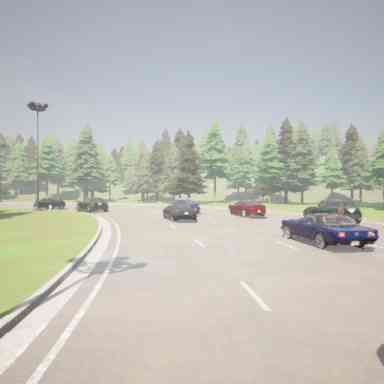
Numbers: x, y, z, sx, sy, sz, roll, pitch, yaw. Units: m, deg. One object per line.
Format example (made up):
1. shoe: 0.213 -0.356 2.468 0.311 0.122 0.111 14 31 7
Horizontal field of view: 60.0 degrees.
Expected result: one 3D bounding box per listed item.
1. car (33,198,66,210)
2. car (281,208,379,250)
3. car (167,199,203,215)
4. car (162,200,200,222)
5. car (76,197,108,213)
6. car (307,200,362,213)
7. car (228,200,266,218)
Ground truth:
1. car: -18.820 1.504 43.892 4.892 1.490 1.837 0 0 30
2. car: 5.661 1.600 14.481 1.895 1.301 4.718 0 0 -10
3. car: -0.858 1.525 34.909 1.812 1.442 4.674 0 0 -29
4. car: -1.071 1.563 26.803 1.994 1.385 4.181 0 0 -19
5. car: -11.310 1.351 37.463 2.097 1.767 4.553 0 0 -41
6. car: 10.380 1.351 24.854 2.097 1.767 4.553 0 0 -15
7. car: 4.983 1.477 30.905 1.882 1.535 5.008 0 0 -18
